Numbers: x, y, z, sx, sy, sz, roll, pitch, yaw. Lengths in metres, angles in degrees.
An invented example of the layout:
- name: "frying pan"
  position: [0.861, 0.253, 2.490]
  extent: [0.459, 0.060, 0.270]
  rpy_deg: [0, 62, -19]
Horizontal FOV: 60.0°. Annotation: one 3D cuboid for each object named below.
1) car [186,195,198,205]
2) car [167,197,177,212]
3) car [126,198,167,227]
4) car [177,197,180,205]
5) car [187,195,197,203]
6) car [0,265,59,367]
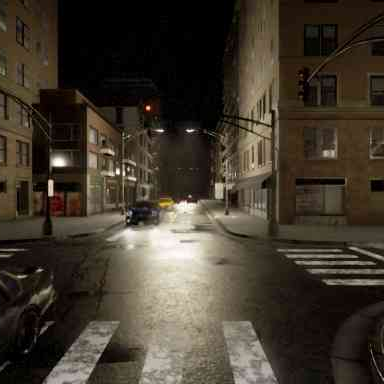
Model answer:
- name: "car"
  position: [0.031, 1.454, 59.266]
  extent: [2.128, 1.511, 4.902]
  rpy_deg: [0, 0, 0]
- name: "car"
  position: [-3.137, 1.456, 39.149]
  extent: [1.882, 1.535, 5.008]
  rpy_deg: [0, 0, 0]
- name: "car"
  position: [-3.125, 1.344, 22.660]
  extent: [2.097, 1.767, 4.553]
  rpy_deg: [0, 0, 0]
- name: "car"
  position: [-3.071, 1.510, 58.541]
  extent: [2.033, 1.411, 5.357]
  rpy_deg: [0, 0, 0]
- name: "car"
  position: [0.017, 1.446, 69.629]
  extent: [2.128, 1.511, 4.902]
  rpy_deg: [0, 0, 0]
- name: "car"
  position: [-3.102, 1.547, 3.191]
  extent: [2.033, 1.411, 5.357]
  rpy_deg: [0, 0, 0]
